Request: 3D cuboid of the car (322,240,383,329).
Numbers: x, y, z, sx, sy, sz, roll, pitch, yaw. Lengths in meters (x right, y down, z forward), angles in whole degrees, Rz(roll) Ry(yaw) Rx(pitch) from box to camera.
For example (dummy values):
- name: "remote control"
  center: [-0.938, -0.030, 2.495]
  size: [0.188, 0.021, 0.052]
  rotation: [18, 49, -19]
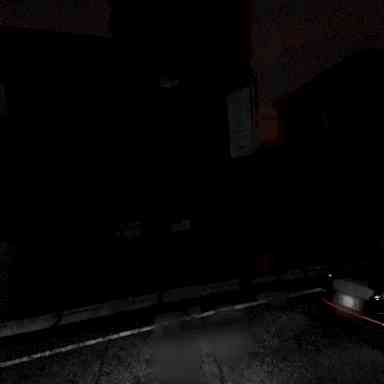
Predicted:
- name: "car"
  center: [4.685, 1.447, 6.286]
  size: [4.902, 1.511, 2.128]
  rotation: [0, 1, -25]
